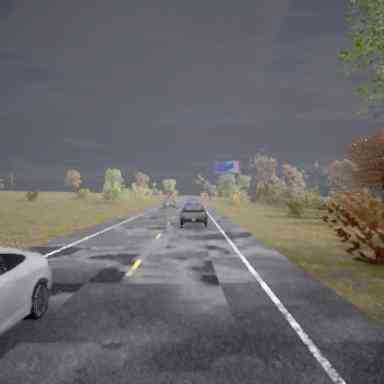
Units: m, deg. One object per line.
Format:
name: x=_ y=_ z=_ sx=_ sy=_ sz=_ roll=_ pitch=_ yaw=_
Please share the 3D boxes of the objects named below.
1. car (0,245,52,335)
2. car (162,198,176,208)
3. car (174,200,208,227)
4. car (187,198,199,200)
car: x=-3.598 y=1.541 z=4.673 sx=1.812 sy=1.442 sz=4.674 roll=0 pitch=0 yaw=0
car: x=-3.473 y=1.665 z=50.344 sx=2.128 sy=1.511 sz=4.902 roll=0 pitch=0 yaw=0
car: x=0.112 y=1.565 z=23.529 sx=2.128 sy=1.511 sz=4.902 roll=0 pitch=0 yaw=0
car: x=0.122 y=1.486 z=41.809 sx=2.097 sy=1.767 sz=4.553 roll=0 pitch=0 yaw=0
